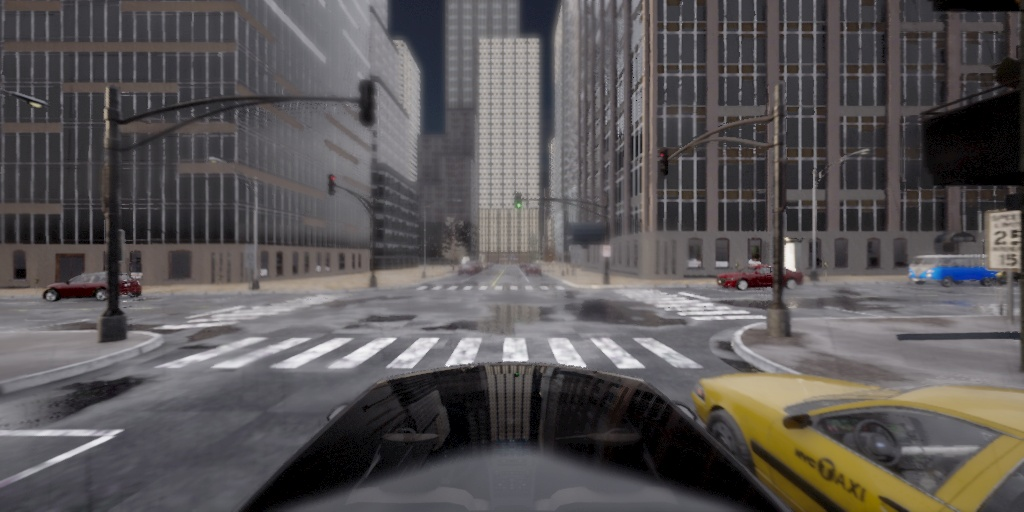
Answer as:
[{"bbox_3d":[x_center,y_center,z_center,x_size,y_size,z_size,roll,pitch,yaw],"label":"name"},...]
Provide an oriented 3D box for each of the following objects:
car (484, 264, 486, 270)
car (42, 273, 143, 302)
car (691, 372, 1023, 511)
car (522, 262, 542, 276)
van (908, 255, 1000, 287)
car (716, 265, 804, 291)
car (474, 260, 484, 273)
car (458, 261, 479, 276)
[{"bbox_3d":[-5.690,1.620,56.254,2.192,1.841,5.009,0,0,0],"label":"car"},{"bbox_3d":[-23.834,1.688,20.429,4.097,1.591,1.967,0,0,0],"label":"car"},{"bbox_3d":[2.689,1.275,1.780,1.751,1.417,4.829,0,0,0],"label":"car"},{"bbox_3d":[2.690,1.631,45.134,1.967,1.591,4.097,0,0,0],"label":"car"},{"bbox_3d":[25.575,0.822,20.841,3.998,1.789,1.690,0,0,0],"label":"van"},{"bbox_3d":[14.263,1.202,20.754,4.507,1.381,1.888,0,0,0],"label":"car"},{"bbox_3d":[-5.689,1.563,50.695,2.192,1.841,5.009,0,0,0],"label":"car"},{"bbox_3d":[-5.690,1.737,45.135,1.888,1.381,4.507,0,0,0],"label":"car"}]
